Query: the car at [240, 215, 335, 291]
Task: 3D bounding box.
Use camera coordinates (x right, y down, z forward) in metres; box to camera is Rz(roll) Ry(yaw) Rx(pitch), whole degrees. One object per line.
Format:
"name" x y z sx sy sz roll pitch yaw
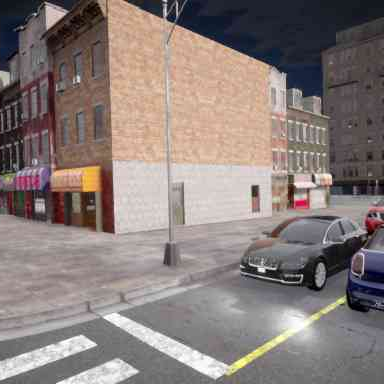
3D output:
"car" 3.238 1.430 9.015 1.837 1.490 4.892 0 1 45

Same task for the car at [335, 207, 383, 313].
"car" 4.867 1.278 6.616 4.553 1.767 2.097 -1 1 -45

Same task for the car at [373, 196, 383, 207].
"car" 10.298 1.020 16.059 2.150 2.045 5.566 0 1 45
